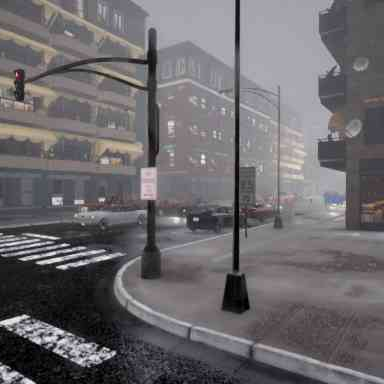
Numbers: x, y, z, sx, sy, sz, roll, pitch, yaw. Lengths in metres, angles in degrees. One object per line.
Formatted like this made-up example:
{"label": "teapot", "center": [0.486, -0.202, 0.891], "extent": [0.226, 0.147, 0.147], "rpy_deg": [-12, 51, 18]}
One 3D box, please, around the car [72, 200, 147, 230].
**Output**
{"label": "car", "center": [-4.565, 1.368, 19.578], "extent": [1.895, 1.301, 4.718], "rpy_deg": [1, 1, 35]}

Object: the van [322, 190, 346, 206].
{"label": "van", "center": [17.422, 0.721, 40.748], "extent": [1.690, 1.788, 3.998], "rpy_deg": [2, 2, 35]}

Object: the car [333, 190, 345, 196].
{"label": "car", "center": [36.233, 0.257, 82.053], "extent": [1.802, 1.307, 4.206], "rpy_deg": [2, 2, 35]}

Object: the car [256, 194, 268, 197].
{"label": "car", "center": [5.782, 1.013, 34.279], "extent": [1.837, 1.490, 4.892], "rpy_deg": [1, 1, 35]}

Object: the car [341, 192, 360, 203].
{"label": "car", "center": [23.831, 0.764, 49.863], "extent": [1.887, 1.381, 4.507], "rpy_deg": [2, 2, 35]}

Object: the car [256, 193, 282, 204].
{"label": "car", "center": [10.589, 0.881, 45.606], "extent": [1.947, 1.339, 4.313], "rpy_deg": [2, 2, 35]}

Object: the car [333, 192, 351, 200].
{"label": "car", "center": [25.871, 0.696, 57.282], "extent": [1.895, 1.301, 4.718], "rpy_deg": [1, 1, 35]}

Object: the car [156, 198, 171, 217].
{"label": "car", "center": [-2.233, 1.181, 27.383], "extent": [1.887, 1.381, 4.507], "rpy_deg": [2, 2, 35]}

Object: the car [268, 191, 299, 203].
{"label": "car", "center": [11.488, 0.718, 42.339], "extent": [2.097, 1.767, 4.553], "rpy_deg": [1, 1, 36]}

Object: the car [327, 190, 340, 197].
{"label": "car", "center": [33.027, 0.337, 77.497], "extent": [1.802, 1.307, 4.206], "rpy_deg": [2, 2, 35]}

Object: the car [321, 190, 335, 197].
{"label": "car", "center": [29.822, 0.379, 72.941], "extent": [1.887, 1.381, 4.507], "rpy_deg": [2, 2, 35]}

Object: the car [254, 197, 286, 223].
{"label": "car", "center": [4.598, 1.283, 22.529], "extent": [1.802, 1.307, 4.206], "rpy_deg": [2, 2, 35]}

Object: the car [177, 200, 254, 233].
{"label": "car", "center": [1.392, 1.348, 17.974], "extent": [1.947, 1.339, 4.313], "rpy_deg": [2, 2, 35]}

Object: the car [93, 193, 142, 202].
{"label": "car", "center": [-5.436, 1.031, 22.821], "extent": [2.192, 1.841, 5.009], "rpy_deg": [2, 2, 35]}

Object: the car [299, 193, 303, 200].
{"label": "car", "center": [17.000, 0.720, 54.718], "extent": [1.947, 1.339, 4.313], "rpy_deg": [2, 2, 35]}

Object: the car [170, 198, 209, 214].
{"label": "car", "center": [0.529, 1.203, 26.843], "extent": [1.994, 1.385, 4.181], "rpy_deg": [1, 1, 34]}
